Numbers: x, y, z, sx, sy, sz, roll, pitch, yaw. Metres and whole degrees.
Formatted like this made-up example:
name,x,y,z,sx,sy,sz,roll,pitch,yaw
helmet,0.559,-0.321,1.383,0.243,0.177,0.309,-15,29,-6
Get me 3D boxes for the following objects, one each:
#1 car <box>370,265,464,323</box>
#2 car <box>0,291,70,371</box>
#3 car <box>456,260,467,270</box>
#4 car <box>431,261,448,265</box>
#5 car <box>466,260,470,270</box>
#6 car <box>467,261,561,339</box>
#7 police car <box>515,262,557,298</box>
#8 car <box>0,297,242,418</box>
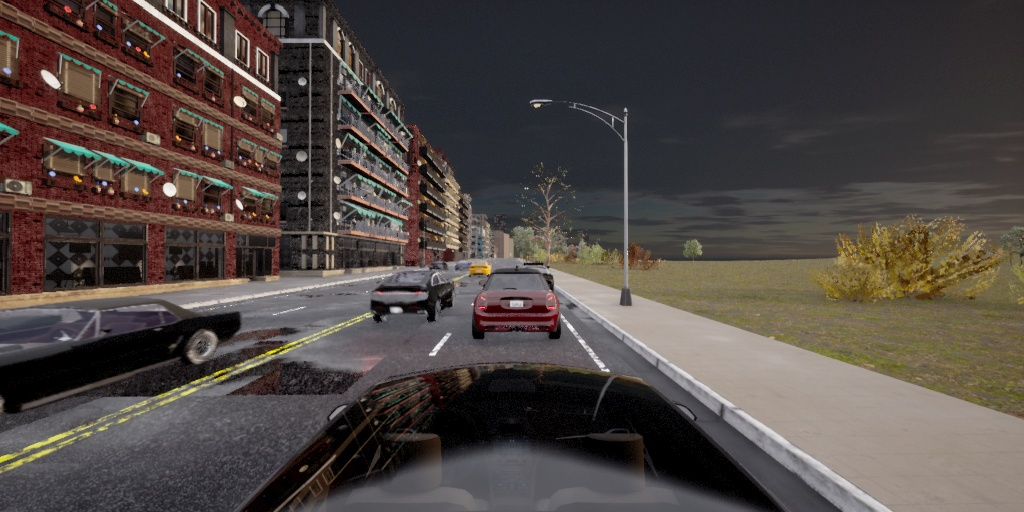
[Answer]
name,x,y,z,sx,sy,sz,roll,pitch,yaw
car,-3.134,1.244,12.145,2.128,1.511,4.902,0,0,0
car,-9.846,1.351,4.851,1.895,1.301,4.718,0,0,0
car,-6.515,1.279,48.243,1.812,1.442,4.674,0,0,0
car,-9.765,1.317,47.971,1.994,1.385,4.181,0,0,0
car,-3.090,1.231,35.831,1.882,1.535,5.008,0,0,0
car,0.111,1.104,10.227,2.097,1.767,4.553,0,0,0
police car,1.169,1.178,19.723,1.930,1.638,5.238,0,0,0
car,-6.595,1.351,5.260,1.895,1.301,4.718,0,0,0
